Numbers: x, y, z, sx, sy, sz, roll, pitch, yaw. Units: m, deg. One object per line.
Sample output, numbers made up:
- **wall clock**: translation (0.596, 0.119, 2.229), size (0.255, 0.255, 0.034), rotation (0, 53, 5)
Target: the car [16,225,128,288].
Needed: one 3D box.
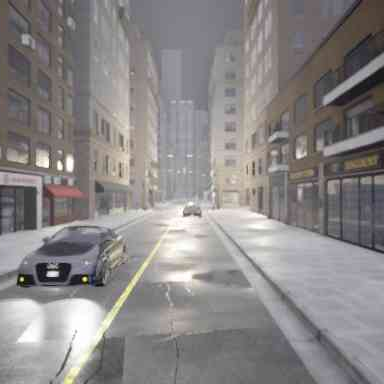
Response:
- **car**: translation (-3.115, 1.669, 9.448), size (1.994, 1.385, 4.181), rotation (0, -1, 0)

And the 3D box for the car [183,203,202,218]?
- **car**: translation (0.033, 1.961, 34.164), size (1.895, 1.301, 4.718), rotation (0, -1, 0)

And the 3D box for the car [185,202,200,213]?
- **car**: translation (0.106, 2.063, 44.500), size (1.895, 1.301, 4.718), rotation (0, -1, 2)
